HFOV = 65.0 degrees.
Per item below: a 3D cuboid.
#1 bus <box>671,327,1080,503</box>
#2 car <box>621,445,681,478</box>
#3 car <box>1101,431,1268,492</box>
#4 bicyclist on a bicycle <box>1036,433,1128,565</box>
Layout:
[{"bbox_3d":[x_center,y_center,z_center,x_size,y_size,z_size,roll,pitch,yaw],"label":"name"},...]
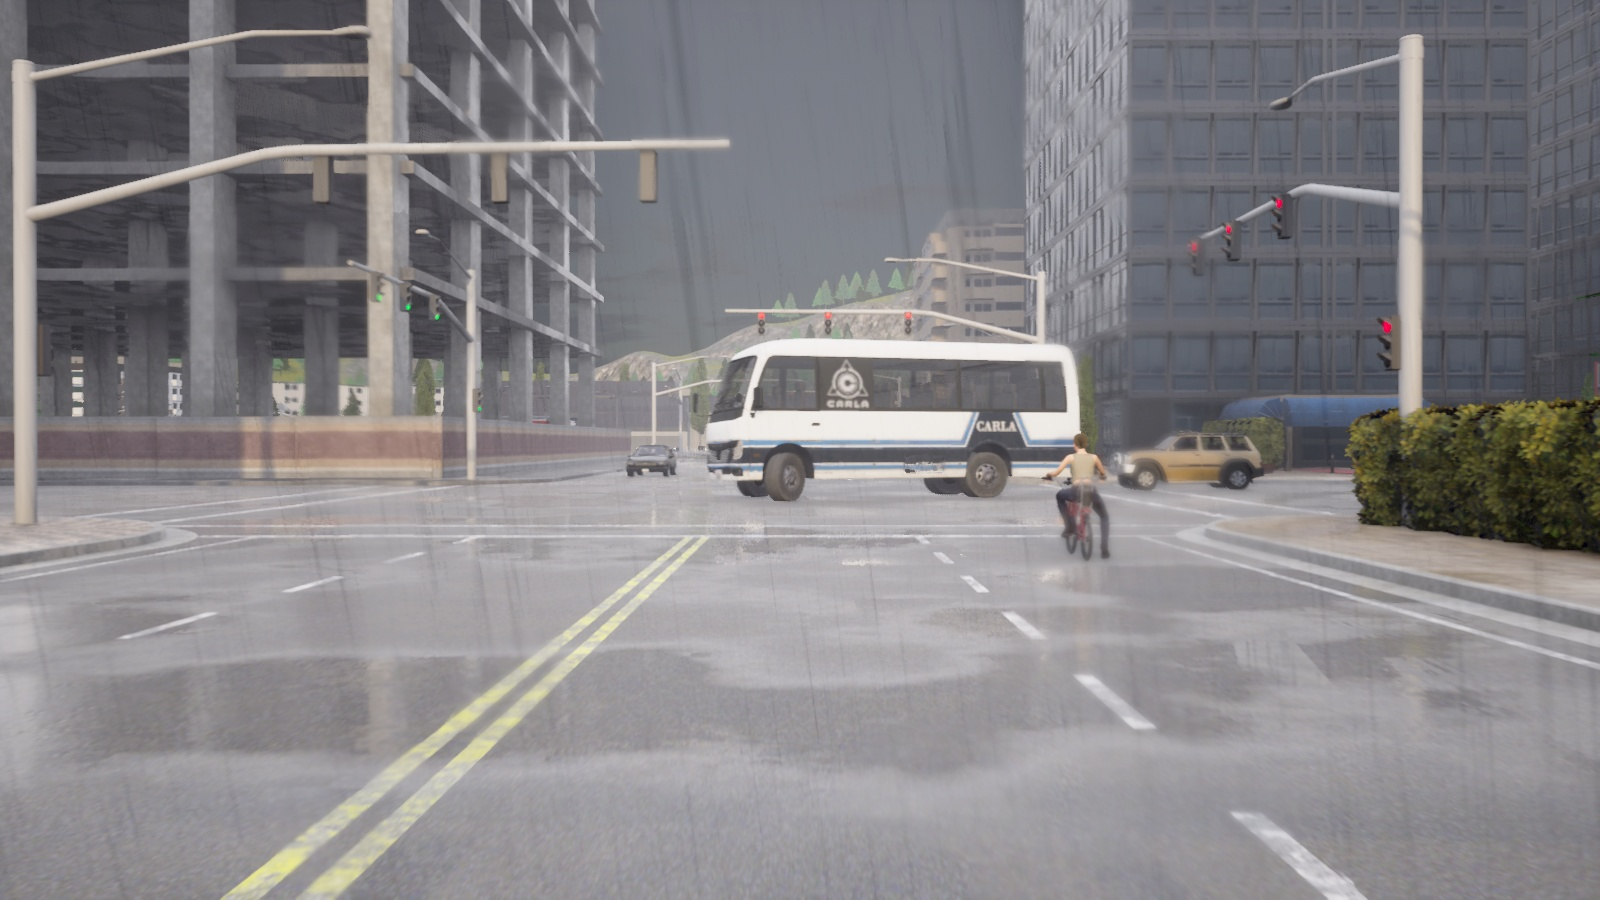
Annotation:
[{"bbox_3d":[1.996,-0.820,33.941,10.273,4.253,3.944,0,-1,-19],"label":"bus"},{"bbox_3d":[-6.659,0.469,56.686,2.033,1.411,5.357,0,0,0],"label":"car"},{"bbox_3d":[11.927,0.352,39.137,4.605,1.855,1.932,0,0,0],"label":"car"},{"bbox_3d":[3.604,0.595,16.169,0.866,1.612,1.509,0,0,1],"label":"bicyclist on a bicycle"}]
